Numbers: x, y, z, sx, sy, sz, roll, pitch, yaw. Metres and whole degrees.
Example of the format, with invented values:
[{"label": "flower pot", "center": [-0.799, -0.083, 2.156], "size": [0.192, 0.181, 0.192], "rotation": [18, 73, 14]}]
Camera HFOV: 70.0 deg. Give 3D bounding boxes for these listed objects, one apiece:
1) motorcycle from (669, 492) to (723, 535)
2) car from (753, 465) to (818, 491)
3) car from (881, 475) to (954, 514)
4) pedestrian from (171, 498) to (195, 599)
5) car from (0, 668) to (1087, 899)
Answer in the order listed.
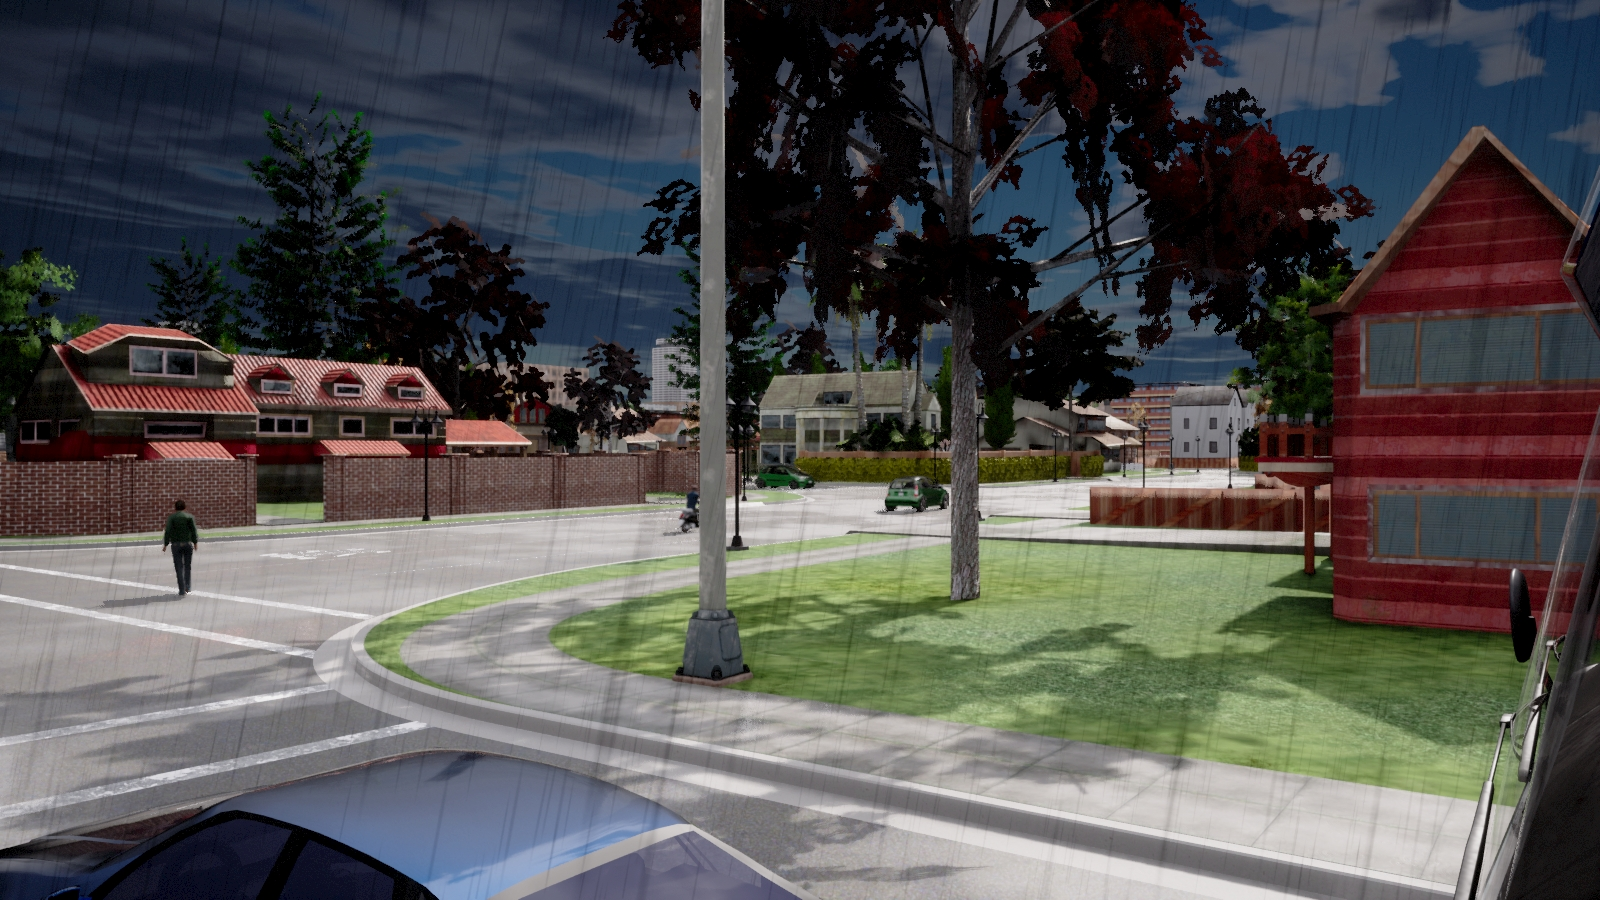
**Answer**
[{"label": "motorcycle", "center": [-3.518, 2.129, 38.748], "size": [0.856, 1.341, 1.805], "rotation": [0, 0, 34]}, {"label": "car", "center": [-0.969, 1.856, 76.492], "size": [3.988, 1.617, 1.851], "rotation": [0, 0, 35]}, {"label": "car", "center": [5.432, 1.999, 52.527], "size": [1.851, 1.617, 3.988], "rotation": [0, 0, 30]}, {"label": "pedestrian", "center": [-11.622, 1.848, 21.514], "size": [0.375, 1.860, 0.375], "rotation": [0, 0, -34]}, {"label": "car", "center": [-1.713, 2.106, 4.943], "size": [5.357, 1.411, 2.033], "rotation": [0, 0, 36]}]
